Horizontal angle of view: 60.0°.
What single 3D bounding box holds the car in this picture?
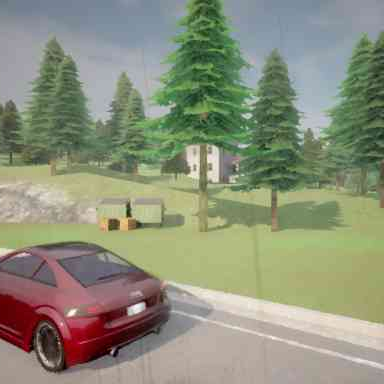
[{"bbox_3d":[-2.381,1.563,5.690,4.181,1.385,1.994,0,0,35],"label":"car"}]
